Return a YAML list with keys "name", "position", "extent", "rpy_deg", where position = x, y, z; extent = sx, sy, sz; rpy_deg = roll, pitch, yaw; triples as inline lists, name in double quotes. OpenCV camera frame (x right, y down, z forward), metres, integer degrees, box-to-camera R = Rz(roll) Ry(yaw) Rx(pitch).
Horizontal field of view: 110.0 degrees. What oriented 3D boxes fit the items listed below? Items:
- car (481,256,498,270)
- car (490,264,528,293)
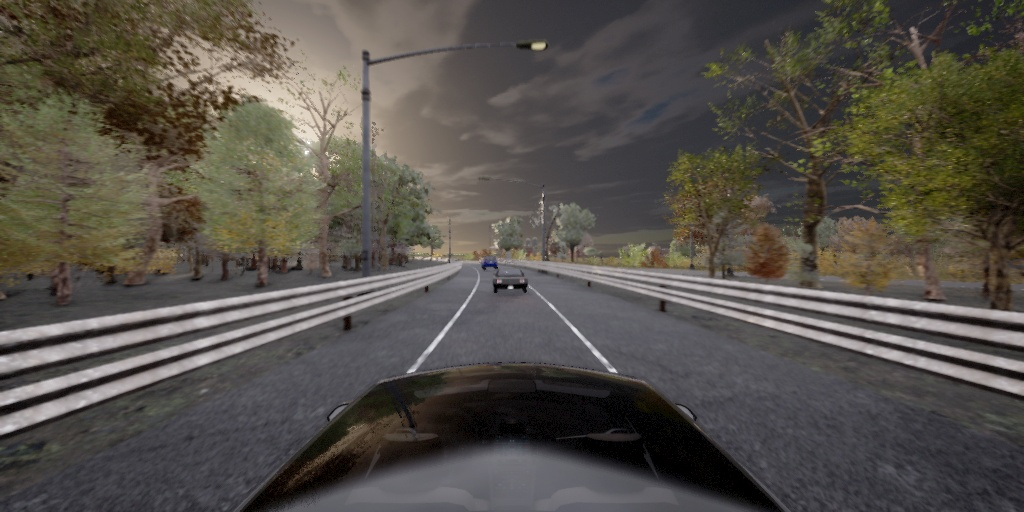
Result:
- name: "car"
  position: [-3.403, 0.995, 53.582]
  extent: [2.150, 2.045, 5.566]
  rpy_deg: [0, 0, -8]
- name: "car"
  position: [-0.197, 1.368, 21.128]
  extent: [1.895, 1.301, 4.718]
  rpy_deg: [0, 0, -3]
